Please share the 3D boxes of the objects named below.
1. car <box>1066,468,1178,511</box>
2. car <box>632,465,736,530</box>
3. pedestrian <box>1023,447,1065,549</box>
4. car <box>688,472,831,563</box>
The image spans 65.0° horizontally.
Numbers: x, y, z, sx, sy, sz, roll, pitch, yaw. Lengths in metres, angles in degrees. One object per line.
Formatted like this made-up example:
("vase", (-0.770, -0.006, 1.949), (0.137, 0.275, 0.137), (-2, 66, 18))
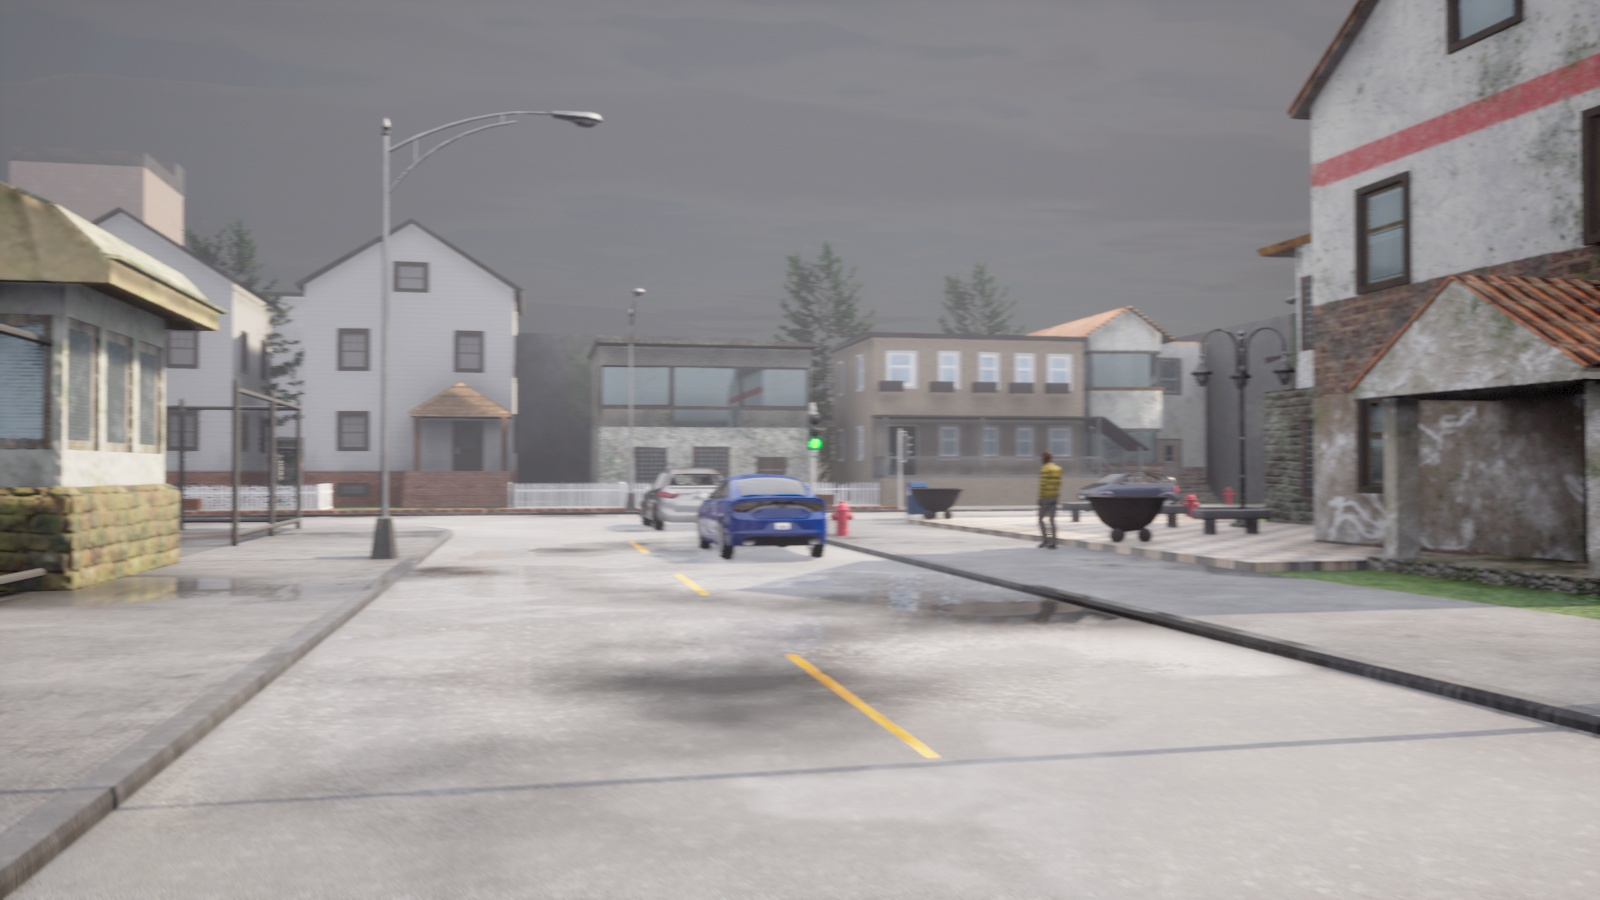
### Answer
("car", (12.215, 1.488, 47.697), (3.705, 1.549, 1.789), (0, -1, -13))
("car", (-3.333, 1.289, 35.199), (2.242, 1.667, 4.611), (0, -1, -13))
("pedestrian", (4.496, 0.875, 23.139), (0.370, 1.835, 0.726), (0, -1, -27))
("car", (-0.912, 1.212, 24.194), (1.882, 1.535, 5.008), (0, -1, -12))
